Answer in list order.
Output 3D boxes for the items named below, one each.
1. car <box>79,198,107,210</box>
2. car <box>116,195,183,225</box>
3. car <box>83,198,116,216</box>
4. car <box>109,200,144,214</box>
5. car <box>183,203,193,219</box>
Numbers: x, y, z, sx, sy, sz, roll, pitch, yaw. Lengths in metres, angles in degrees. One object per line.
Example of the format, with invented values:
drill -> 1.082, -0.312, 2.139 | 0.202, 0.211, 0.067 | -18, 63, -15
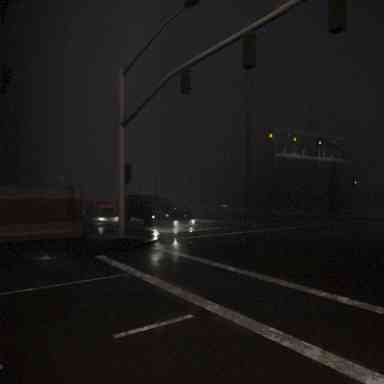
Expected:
car -> -13.315, 1.547, 44.569 | 2.033, 1.411, 5.357 | 0, 0, -36
car -> -3.282, 1.222, 24.587 | 2.150, 2.045, 5.566 | 0, 0, -36
car -> -9.045, 1.478, 32.612 | 1.882, 1.535, 5.008 | 0, 0, -36
car -> -7.111, 1.601, 35.918 | 1.895, 1.301, 4.718 | 0, 0, -36
car -> -1.867, 1.352, 28.620 | 2.097, 1.767, 4.553 | 0, 0, -36
